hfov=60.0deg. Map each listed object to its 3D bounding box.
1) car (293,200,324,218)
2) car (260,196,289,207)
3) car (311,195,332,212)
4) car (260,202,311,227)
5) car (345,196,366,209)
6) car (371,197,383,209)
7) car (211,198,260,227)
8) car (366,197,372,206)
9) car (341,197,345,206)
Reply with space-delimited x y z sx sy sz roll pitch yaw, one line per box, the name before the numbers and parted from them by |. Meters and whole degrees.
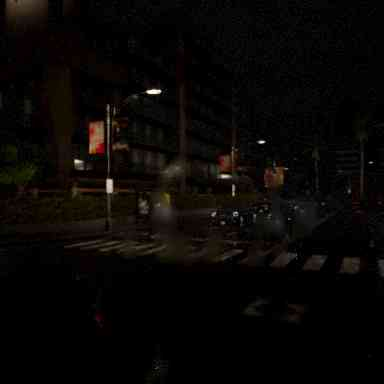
car | 11.388 1.735 32.495 1.895 1.301 4.718 -1 -1 28
car | 7.622 1.403 32.874 2.150 2.045 5.566 -1 -1 28
car | 16.391 1.373 41.976 2.150 2.045 5.566 -1 -1 28
car | 6.888 1.666 24.027 2.033 1.411 5.357 -1 -1 28
car | 23.099 1.620 47.155 1.837 1.490 4.892 -1 -1 24
car | 26.537 1.592 46.222 1.812 1.442 4.674 -1 -1 24
car | 3.121 1.518 24.405 2.097 1.767 4.553 -1 -1 28
car | 30.119 1.579 55.773 1.882 1.535 5.008 -1 0 16
car | 26.769 1.501 56.788 2.097 1.767 4.553 -1 0 16
